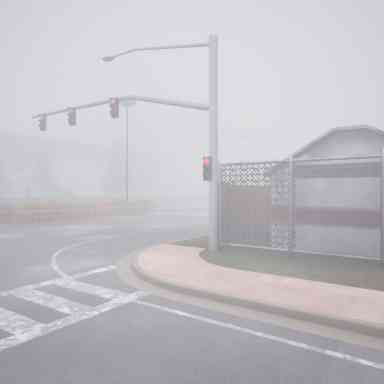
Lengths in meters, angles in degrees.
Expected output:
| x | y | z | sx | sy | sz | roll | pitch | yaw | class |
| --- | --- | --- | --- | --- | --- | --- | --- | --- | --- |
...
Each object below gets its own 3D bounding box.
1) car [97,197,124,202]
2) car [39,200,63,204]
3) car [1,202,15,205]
| x | y | z | sx | sy | sz | roll | pitch | yaw | class |
| --- | --- | --- | --- | --- | --- | --- | --- | --- | --- |
| -11.473 | 1.504 | 46.381 | 1.837 | 1.490 | 4.892 | 0 | 0 | 34 | car |
| -14.964 | 1.564 | 34.864 | 1.994 | 1.385 | 4.181 | 0 | 0 | 34 | car |
| -20.391 | 1.547 | 33.044 | 2.033 | 1.411 | 5.357 | 0 | 0 | 34 | car |
